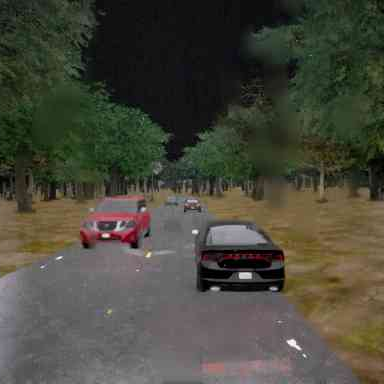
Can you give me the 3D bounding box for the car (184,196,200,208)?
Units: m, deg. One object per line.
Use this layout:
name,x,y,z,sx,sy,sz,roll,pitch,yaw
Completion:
car,-0.029,1.368,47.170,2.128,1.511,4.902,0,0,0

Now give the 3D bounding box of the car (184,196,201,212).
car,0.047,1.453,37.048,1.812,1.442,4.674,0,0,0

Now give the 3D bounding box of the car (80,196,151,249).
car,-3.123,1.214,14.800,2.150,2.045,5.566,0,0,0

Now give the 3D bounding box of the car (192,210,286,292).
car,1.036,1.477,8.956,1.882,1.535,5.008,0,0,0

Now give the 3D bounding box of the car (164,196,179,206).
car,-3.088,1.362,50.352,1.837,1.490,4.892,0,0,0
